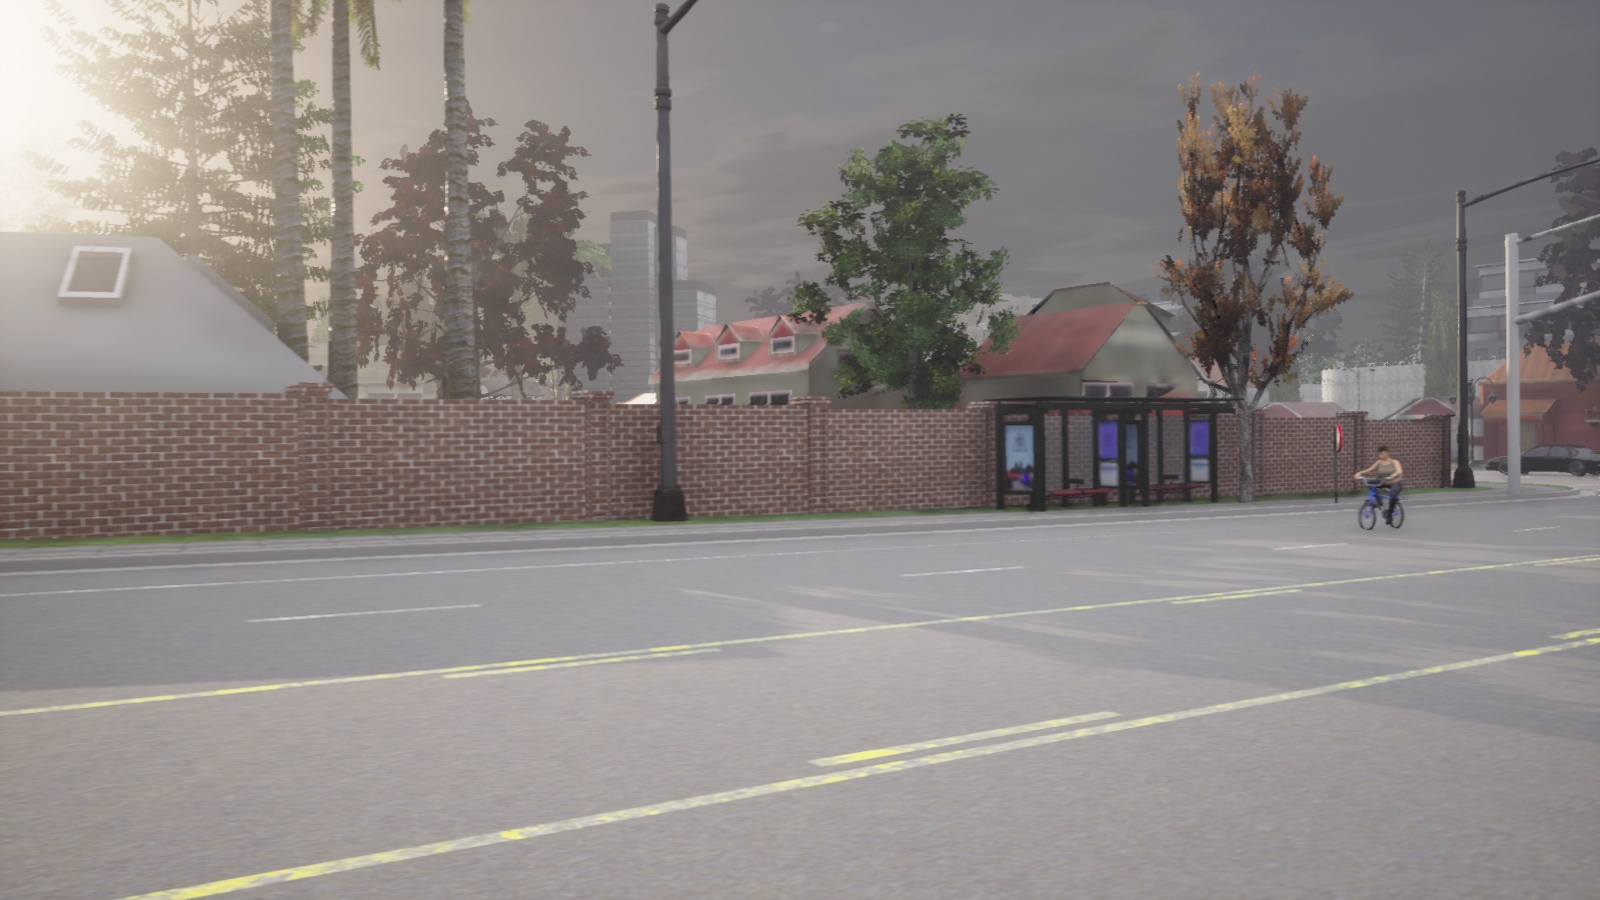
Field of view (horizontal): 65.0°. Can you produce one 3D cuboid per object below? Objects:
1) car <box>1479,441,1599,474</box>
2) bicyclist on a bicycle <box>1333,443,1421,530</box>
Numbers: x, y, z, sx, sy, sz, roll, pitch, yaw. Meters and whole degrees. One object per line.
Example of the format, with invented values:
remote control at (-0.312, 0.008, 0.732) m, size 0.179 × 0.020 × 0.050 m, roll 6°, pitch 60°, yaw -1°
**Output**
car at (34.011, 0.314, 56.899) m, size 2.033 × 1.411 × 5.357 m, roll -2°, pitch 1°, yaw -36°
bicyclist on a bicycle at (11.005, 0.673, 23.948) m, size 1.509 × 1.612 × 0.866 m, roll 0°, pitch 0°, yaw -34°
